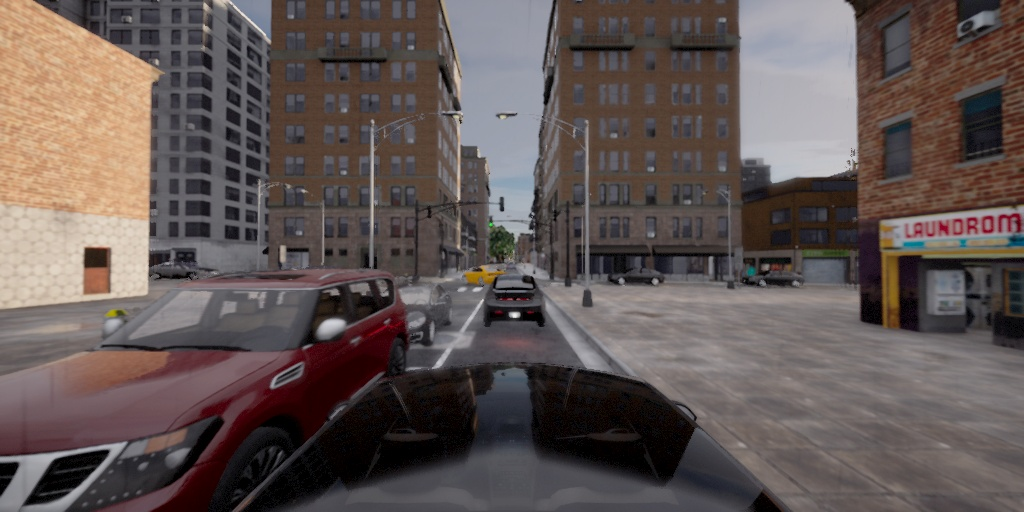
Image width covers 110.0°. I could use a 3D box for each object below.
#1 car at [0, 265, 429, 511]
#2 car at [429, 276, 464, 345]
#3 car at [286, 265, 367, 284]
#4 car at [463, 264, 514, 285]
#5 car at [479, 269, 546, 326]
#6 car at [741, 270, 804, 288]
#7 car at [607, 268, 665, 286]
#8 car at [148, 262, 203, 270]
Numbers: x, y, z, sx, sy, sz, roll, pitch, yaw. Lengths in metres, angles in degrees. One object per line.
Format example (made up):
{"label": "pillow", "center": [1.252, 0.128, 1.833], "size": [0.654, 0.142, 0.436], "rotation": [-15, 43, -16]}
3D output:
{"label": "car", "center": [-2.639, 1.093, 4.013], "size": [2.192, 1.841, 5.009], "rotation": [0, 0, 0]}
{"label": "car", "center": [-2.657, 1.395, 9.627], "size": [2.007, 1.370, 4.403], "rotation": [0, 0, 0]}
{"label": "car", "center": [-14.619, 1.439, 28.503], "size": [5.357, 1.411, 2.033], "rotation": [1, -1, 0]}
{"label": "car", "center": [-2.165, 1.523, 27.677], "size": [1.882, 1.535, 5.008], "rotation": [2, -1, -30]}
{"label": "car", "center": [0.068, 1.380, 12.231], "size": [1.837, 1.490, 4.892], "rotation": [0, 0, 0]}
{"label": "car", "center": [22.870, 1.994, 31.554], "size": [4.892, 1.490, 1.837], "rotation": [1, -1, 0]}
{"label": "car", "center": [10.865, 1.795, 31.554], "size": [4.892, 1.490, 1.837], "rotation": [1, -1, 1]}
{"label": "car", "center": [-26.007, 1.248, 28.476], "size": [4.902, 1.511, 2.128], "rotation": [1, -1, 0]}
